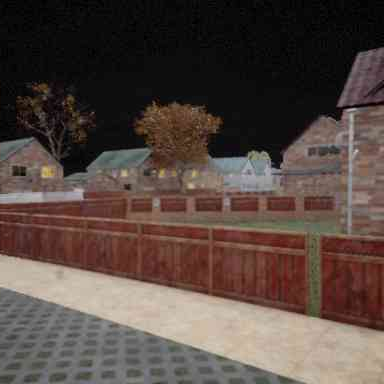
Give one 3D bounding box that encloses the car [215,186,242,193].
[{"bbox_3d":[5.687,0.071,50.625,2.150,2.045,5.566,1,2,38],"label":"car"}]
